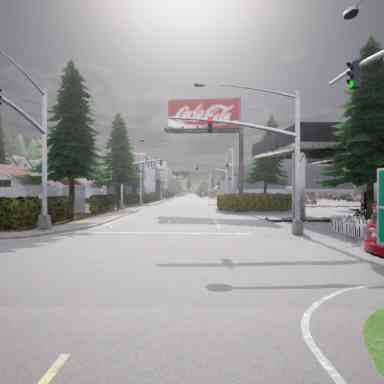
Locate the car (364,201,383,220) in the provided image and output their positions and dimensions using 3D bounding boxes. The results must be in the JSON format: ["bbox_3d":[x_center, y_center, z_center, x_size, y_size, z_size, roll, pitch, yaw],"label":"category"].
[{"bbox_3d":[18.705,1.672,30.609,4.611,1.667,2.242,0,0,0],"label":"car"}]

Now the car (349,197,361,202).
[{"bbox_3d":[14.376,1.505,24.940,3.866,1.878,1.905,0,0,0],"label":"car"}]

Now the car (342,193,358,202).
[{"bbox_3d":[34.931,1.489,71.791,2.007,1.523,4.514,0,0,0],"label":"car"}]

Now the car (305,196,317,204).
[{"bbox_3d":[22.524,1.552,64.004,1.970,1.475,3.806,0,0,0],"label":"car"}]

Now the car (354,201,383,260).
[{"bbox_3d":[8.375,1.422,10.364,5.566,2.045,2.150,0,0,1],"label":"car"}]
